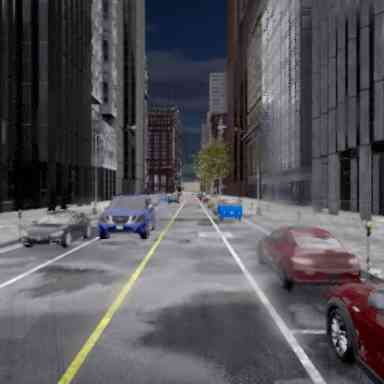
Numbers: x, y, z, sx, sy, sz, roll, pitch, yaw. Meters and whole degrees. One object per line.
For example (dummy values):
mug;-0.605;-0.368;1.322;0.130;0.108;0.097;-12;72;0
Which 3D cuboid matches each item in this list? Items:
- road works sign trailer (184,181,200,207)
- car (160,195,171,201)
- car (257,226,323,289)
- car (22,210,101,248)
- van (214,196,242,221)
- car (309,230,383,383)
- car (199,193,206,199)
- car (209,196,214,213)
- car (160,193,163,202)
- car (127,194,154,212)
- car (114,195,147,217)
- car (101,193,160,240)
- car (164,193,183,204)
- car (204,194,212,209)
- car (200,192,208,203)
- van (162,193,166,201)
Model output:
road works sign trailer;-0.003;0.269;47.498;2.380;3.560;2.880;0;0;0
car;-5.671;1.269;70.855;1.947;1.339;4.313;0;0;0
car;2.858;1.555;8.803;1.802;1.307;4.206;0;0;0
car;-5.668;1.505;14.464;2.008;1.369;4.403;0;0;0
van;2.858;1.252;25.721;1.690;1.788;3.998;0;0;0
car;2.859;1.430;3.161;1.967;1.590;4.097;0;0;0
car;2.852;1.080;93.398;1.967;1.590;4.097;0;0;0
car;2.858;1.410;31.534;1.752;1.417;4.829;0;0;0
car;-5.670;1.327;48.092;1.752;1.417;4.829;0;1;1
car;-5.668;1.174;37.023;2.192;1.841;5.009;0;0;0
car;-5.668;1.200;31.383;2.192;1.841;5.009;0;0;0
car;-3.100;1.169;17.024;2.150;2.045;5.566;0;0;0
car;-3.051;1.308;56.356;2.033;1.411;5.357;0;0;1
car;2.864;1.353;42.847;1.752;1.417;4.829;0;1;1
car;2.855;1.187;59.562;1.967;1.590;4.097;0;0;0
van;-5.670;1.065;65.215;1.690;1.788;3.998;0;0;0
